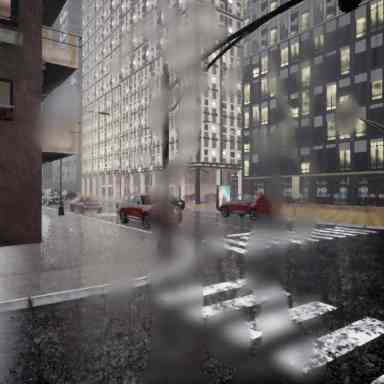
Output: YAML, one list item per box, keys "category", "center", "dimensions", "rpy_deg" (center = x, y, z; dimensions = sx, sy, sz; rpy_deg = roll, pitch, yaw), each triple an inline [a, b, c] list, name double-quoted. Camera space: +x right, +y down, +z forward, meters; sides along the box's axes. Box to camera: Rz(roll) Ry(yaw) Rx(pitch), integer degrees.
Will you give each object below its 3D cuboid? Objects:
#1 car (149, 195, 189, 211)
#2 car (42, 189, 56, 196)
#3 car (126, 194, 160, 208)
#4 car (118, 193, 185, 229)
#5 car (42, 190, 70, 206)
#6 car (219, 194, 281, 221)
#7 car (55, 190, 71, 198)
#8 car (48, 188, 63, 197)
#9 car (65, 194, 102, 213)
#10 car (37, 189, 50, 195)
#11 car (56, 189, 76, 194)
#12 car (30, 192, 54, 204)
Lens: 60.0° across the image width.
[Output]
- category: "car"
  center: [-2.342, 1.070, 33.256]
  dimensions: [1.947, 1.339, 4.313]
  rpy_deg: [1, 0, -36]
- category: "car"
  center: [-31.675, 0.096, 73.654]
  dimensions: [1.887, 1.381, 4.507]
  rpy_deg: [1, 0, -36]
- category: "car"
  center: [-5.602, 0.965, 37.745]
  dimensions: [1.947, 1.339, 4.313]
  rpy_deg: [1, 0, -36]
- category: "car"
  center: [-2.562, 1.008, 19.306]
  dimensions: [2.192, 1.841, 5.009]
  rpy_deg: [2, 0, -36]
- category: "car"
  center: [-15.603, 0.826, 37.257]
  dimensions: [2.008, 1.369, 4.403]
  rpy_deg: [2, 0, -36]
- category: "car"
  center: [4.182, 1.027, 24.278]
  dimensions: [2.192, 1.841, 5.009]
  rpy_deg: [1, 0, -36]
- category: "car"
  center: [-25.157, 0.309, 64.677]
  dimensions: [1.887, 1.381, 4.507]
  rpy_deg: [1, 0, -36]
- category: "car"
  center: [-28.413, 0.098, 69.165]
  dimensions: [1.967, 1.590, 4.097]
  rpy_deg: [1, 0, -36]
- category: "car"
  center: [-9.086, 1.067, 28.282]
  dimensions: [1.802, 1.307, 4.206]
  rpy_deg: [2, 0, -36]
- category: "car"
  center: [-34.935, -0.011, 78.143]
  dimensions: [1.887, 1.381, 4.507]
  rpy_deg: [1, 0, -36]
- category: "car"
  center: [-19.516, 0.516, 52.476]
  dimensions: [1.837, 1.490, 4.892]
  rpy_deg: [0, 1, -36]
- category: "car"
  center: [-18.862, 0.752, 41.744]
  dimensions: [1.802, 1.307, 4.206]
  rpy_deg: [2, 0, -36]
